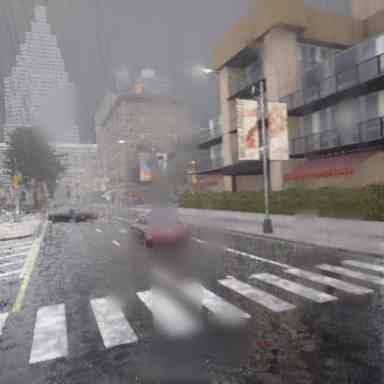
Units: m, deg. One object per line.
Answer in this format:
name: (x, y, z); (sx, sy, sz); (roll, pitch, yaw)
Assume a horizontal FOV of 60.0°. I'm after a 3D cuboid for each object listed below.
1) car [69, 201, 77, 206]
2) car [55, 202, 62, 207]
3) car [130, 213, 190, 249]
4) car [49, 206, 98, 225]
car: (-31.975, 3.180, 88.932); (1.895, 1.301, 4.718); (-2, 0, -23)
car: (-35.205, 3.310, 87.591); (1.895, 1.301, 4.718); (-2, 0, -23)
car: (-1.647, 1.707, 15.671); (1.994, 1.385, 4.181); (-2, 0, -22)
car: (-10.569, 2.170, 29.411); (4.718, 1.301, 1.895); (-3, 0, 34)
